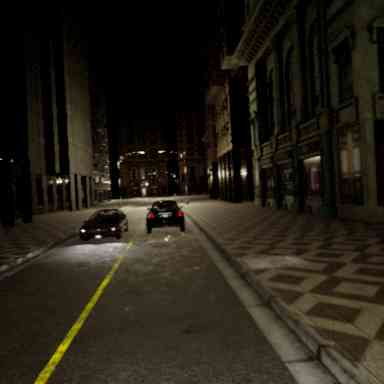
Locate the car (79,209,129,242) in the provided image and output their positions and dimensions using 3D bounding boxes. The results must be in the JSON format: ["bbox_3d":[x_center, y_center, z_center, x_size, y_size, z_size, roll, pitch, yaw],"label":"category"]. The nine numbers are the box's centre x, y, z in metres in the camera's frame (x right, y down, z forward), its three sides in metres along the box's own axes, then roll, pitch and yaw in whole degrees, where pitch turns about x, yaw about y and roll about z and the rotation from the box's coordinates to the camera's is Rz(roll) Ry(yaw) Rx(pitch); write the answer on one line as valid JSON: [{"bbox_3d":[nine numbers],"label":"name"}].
[{"bbox_3d":[-4.480,1.628,17.718,2.033,1.411,5.357,-3,0,-5],"label":"car"}]

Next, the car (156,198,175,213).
[{"bbox_3d":[-2.945,1.451,36.765,1.895,1.301,4.718,-3,0,-4],"label":"car"}]

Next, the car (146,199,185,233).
[{"bbox_3d":[-1.573,1.263,19.715,2.097,1.767,4.553,-3,0,-4],"label":"car"}]
